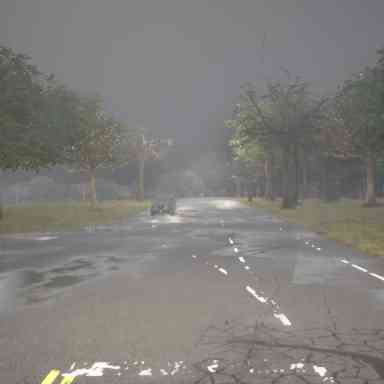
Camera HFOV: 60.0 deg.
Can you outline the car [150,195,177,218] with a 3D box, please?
[{"bbox_3d":[-2.719,1.323,32.759,2.150,2.045,5.566,-1,1,2],"label":"car"}]
